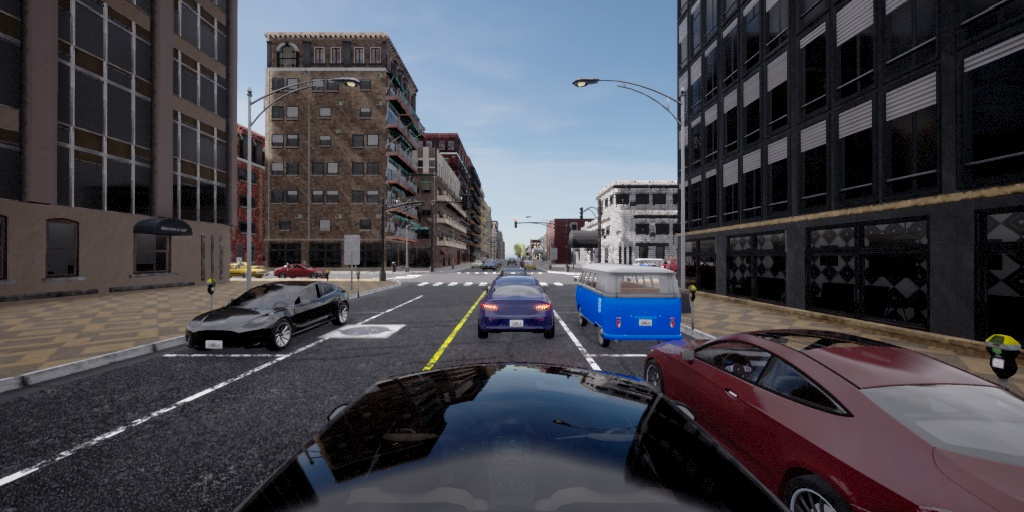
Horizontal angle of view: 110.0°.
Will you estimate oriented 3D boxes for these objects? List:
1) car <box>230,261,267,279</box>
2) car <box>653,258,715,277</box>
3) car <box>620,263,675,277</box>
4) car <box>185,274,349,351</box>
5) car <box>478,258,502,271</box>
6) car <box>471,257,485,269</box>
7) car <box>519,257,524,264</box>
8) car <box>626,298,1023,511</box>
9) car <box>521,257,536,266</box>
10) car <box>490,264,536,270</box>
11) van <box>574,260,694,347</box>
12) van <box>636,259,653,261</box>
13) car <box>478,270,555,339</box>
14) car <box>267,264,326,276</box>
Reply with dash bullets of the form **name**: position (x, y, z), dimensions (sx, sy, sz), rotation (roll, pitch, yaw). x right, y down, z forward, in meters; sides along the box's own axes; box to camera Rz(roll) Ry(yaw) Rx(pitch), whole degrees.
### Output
- **car**: position (-22.963, 1.216, 29.791), dimensions (4.829, 1.417, 1.751), rotation (0, 0, 0)
- **car**: position (14.916, 1.107, 29.886), dimensions (5.009, 1.841, 2.192), rotation (0, 0, 0)
- **car**: position (13.397, 1.418, 35.696), dimensions (4.718, 1.301, 1.895), rotation (0, 0, 1)
- **car**: position (-5.691, 1.317, 9.025), dimensions (1.948, 1.339, 4.313), rotation (0, 0, 0)
- **car**: position (-3.067, 1.329, 50.632), dimensions (2.033, 1.411, 5.357), rotation (0, 0, 3)
- **car**: position (-5.697, 1.318, 59.153), dimensions (1.751, 1.417, 4.829), rotation (0, 0, 0)
- **car**: position (2.683, 1.382, 64.865), dimensions (1.802, 1.307, 4.207), rotation (0, 0, 0)
- **car**: position (2.657, 1.332, 3.311), dimensions (1.802, 1.307, 4.207), rotation (0, 0, 0)
- **car**: position (2.684, 1.311, 53.956), dimensions (1.751, 1.417, 4.829), rotation (0, 0, 0)
- **car**: position (0.090, 1.318, 18.451), dimensions (1.994, 1.385, 4.181), rotation (0, 0, 0)
- **van**: position (2.656, 1.092, 9.000), dimensions (1.690, 1.789, 3.998), rotation (0, 0, 0)
- **van**: position (14.893, 1.175, 38.266), dimensions (3.998, 1.789, 1.690), rotation (0, 0, 0)
- **car**: position (0.100, 1.277, 10.000), dimensions (1.812, 1.442, 4.674), rotation (0, 0, 0)
- **car**: position (-17.470, 1.284, 29.805), dimensions (4.207, 1.307, 1.802), rotation (0, 0, 0)
